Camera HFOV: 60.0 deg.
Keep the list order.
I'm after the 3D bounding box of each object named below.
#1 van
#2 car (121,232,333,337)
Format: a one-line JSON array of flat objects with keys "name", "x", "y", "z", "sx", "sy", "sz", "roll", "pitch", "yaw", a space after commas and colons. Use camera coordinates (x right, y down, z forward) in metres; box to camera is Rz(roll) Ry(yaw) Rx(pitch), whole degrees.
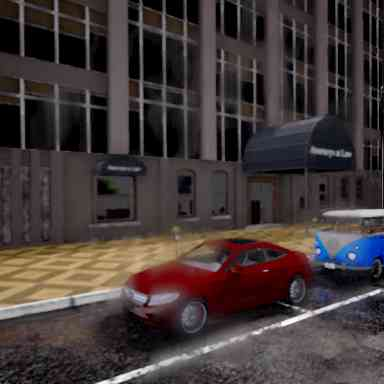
[{"name": "van", "x": 5.302, "y": 1.413, "z": 9.885, "sx": 3.998, "sy": 1.788, "sz": 1.690, "roll": 1, "pitch": -1, "yaw": -35}, {"name": "car", "x": 0.701, "y": 1.613, "z": 6.606, "sx": 4.206, "sy": 1.307, "sz": 1.802, "roll": 1, "pitch": -1, "yaw": -35}]
